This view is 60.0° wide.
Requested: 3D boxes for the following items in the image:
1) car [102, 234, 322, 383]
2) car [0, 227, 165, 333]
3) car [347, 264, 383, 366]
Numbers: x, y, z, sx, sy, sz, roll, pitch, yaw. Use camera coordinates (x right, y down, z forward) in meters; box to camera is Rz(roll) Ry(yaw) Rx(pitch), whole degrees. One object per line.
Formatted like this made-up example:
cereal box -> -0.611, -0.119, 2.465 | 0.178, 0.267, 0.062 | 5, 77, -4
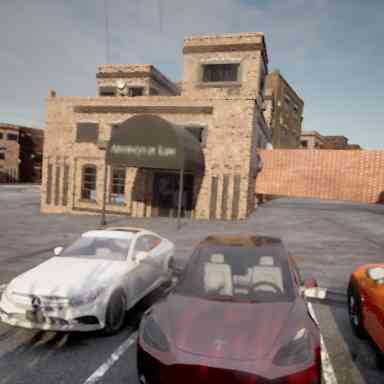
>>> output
car -> 0.777, 1.503, 5.299 | 2.163, 1.488, 4.792 | 0, -1, 14
car -> -1.673, 1.518, 6.965 | 2.002, 1.452, 4.674 | 1, -1, 14
car -> 3.226, 1.345, 3.664 | 2.185, 1.767, 4.553 | 0, -1, 14
